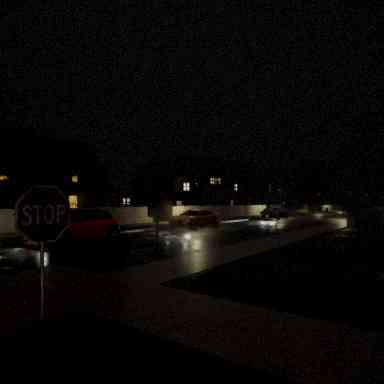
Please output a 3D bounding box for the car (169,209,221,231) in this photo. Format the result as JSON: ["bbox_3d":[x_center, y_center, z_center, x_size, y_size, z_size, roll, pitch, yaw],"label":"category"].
[{"bbox_3d":[0.289,2.022,24.990,1.882,1.535,5.008,-1,-2,35],"label":"car"}]

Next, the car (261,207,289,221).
[{"bbox_3d":[9.558,2.444,38.115,2.128,1.511,4.902,-1,-2,35],"label":"car"}]

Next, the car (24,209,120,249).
[{"bbox_3d":[-5.740,1.641,16.335,2.097,1.767,4.553,0,-2,34],"label":"car"}]
